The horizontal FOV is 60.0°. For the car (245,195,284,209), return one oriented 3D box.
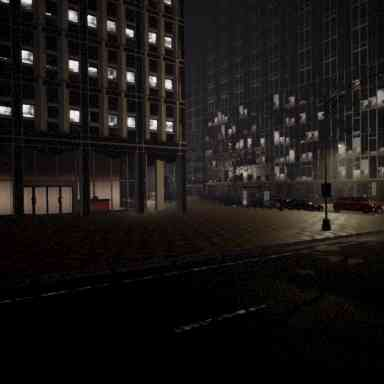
[{"bbox_3d":[8.936,1.387,40.919,1.802,1.307,4.206,0,1,-34],"label":"car"}]

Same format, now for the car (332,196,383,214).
[{"bbox_3d":[16.897,1.206,34.073,2.097,1.767,4.553,-1,1,-35],"label":"car"}]

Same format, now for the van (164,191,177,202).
[{"bbox_3d":[-3.835,0.937,59.722,1.690,1.788,3.998,0,1,-34],"label":"van"}]

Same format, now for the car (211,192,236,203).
[{"bbox_3d":[5.449,1.175,50.776,1.837,1.490,4.892,-1,1,-34],"label":"car"}]

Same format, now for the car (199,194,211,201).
[{"bbox_3d":[3.075,1.043,64.465,1.802,1.307,4.206,0,1,-34],"label":"car"}]

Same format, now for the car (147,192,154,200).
[{"bbox_3d":[-10.268,1.039,69.097,2.008,1.369,4.403,0,1,-34],"label":"car"}]

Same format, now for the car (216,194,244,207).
[{"bbox_3d":[5.768,1.319,45.637,1.947,1.339,4.313,0,1,-34],"label":"car"}]

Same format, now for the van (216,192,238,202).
[{"bbox_3d":[6.290,0.855,59.776,1.690,1.788,3.998,0,1,-34],"label":"van"}]

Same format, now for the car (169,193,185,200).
[{"bbox_3d":[-3.357,0.935,73.838,1.802,1.307,4.206,0,1,-34],"label":"car"}]

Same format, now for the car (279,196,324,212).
[{"bbox_3d":[12.138,1.423,36.220,1.947,1.339,4.313,0,1,-34],"label":"car"}]

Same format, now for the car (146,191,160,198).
[{"bbox_3d":[-9.790,0.685,83.208,1.967,1.590,4.097,0,1,-34],"label":"car"}]

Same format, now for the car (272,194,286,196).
[{"bbox_3d":[11.304,1.117,42.225,2.097,1.767,4.553,-1,1,-34],"label":"car"}]
